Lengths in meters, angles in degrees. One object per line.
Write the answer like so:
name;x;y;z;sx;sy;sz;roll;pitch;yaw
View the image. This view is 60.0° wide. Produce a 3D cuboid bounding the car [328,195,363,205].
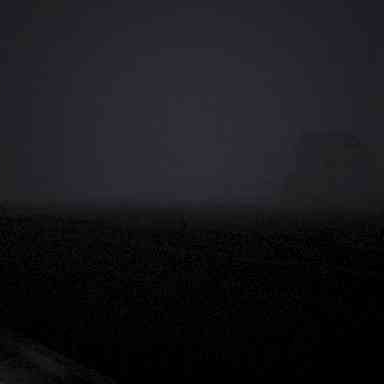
car;22.900;1.258;49.734;4.605;1.855;1.932;0;0;36
